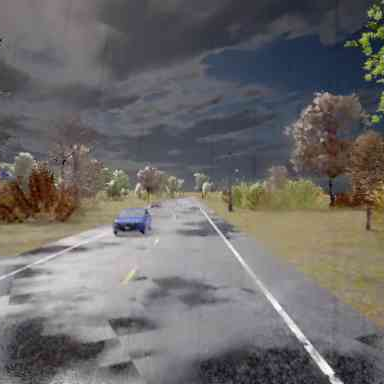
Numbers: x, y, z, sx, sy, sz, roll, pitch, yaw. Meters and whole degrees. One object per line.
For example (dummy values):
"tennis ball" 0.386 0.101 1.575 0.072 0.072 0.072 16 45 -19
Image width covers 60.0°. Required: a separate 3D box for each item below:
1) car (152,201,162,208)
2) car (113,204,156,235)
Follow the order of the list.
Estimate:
"car" -6.605 2.345 62.816 1.994 1.385 4.181 0 -1 -5
"car" -3.645 1.760 21.101 1.882 1.535 5.008 0 -1 0
